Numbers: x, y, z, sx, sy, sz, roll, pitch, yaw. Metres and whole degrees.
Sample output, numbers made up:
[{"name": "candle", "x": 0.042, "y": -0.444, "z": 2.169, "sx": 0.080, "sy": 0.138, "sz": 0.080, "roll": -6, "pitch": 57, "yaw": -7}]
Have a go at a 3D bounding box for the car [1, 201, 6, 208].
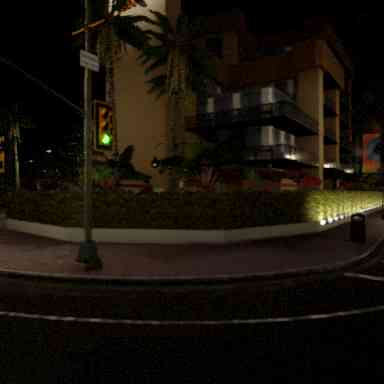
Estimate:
[{"name": "car", "x": -24.317, "y": 1.502, "z": 46.318, "sx": 1.994, "sy": 1.385, "sz": 4.181, "roll": 0, "pitch": 0, "yaw": 13}]
